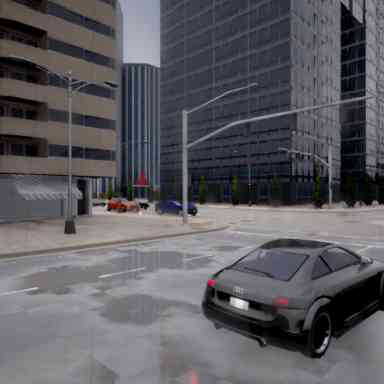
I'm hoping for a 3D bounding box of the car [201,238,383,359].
[{"bbox_3d":[2.145,1.564,6.124,4.181,1.385,1.994,0,0,-43],"label":"car"}]

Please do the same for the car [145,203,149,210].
[{"bbox_3d":[-7.654,1.655,43.495,4.718,1.301,1.895,0,0,45],"label":"car"}]

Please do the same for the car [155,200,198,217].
[{"bbox_3d":[-1.575,1.532,32.617,5.008,1.535,1.882,0,0,44],"label":"car"}]

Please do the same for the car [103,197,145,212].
[{"bbox_3d":[-8.039,1.406,38.973,4.553,1.767,2.097,0,0,44],"label":"car"}]

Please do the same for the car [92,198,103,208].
[{"bbox_3d":[-15.011,1.601,50.733,5.357,1.411,2.033,0,0,45],"label":"car"}]

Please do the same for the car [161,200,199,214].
[{"bbox_3d":[-1.405,1.618,37.356,4.181,1.385,1.994,0,0,44],"label":"car"}]
